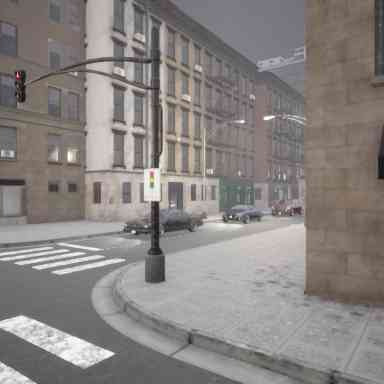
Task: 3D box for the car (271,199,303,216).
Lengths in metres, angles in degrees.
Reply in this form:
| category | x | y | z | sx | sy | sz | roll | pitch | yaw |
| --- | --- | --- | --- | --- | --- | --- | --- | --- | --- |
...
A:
| category | x | y | z | sx | sy | sz | roll | pitch | yaw |
| --- | --- | --- | --- | --- | --- | --- | --- | --- | --- |
| car | 9.985 | 1.539 | 34.792 | 2.097 | 1.767 | 4.553 | 0 | 0 | 35 |

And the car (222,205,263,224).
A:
| category | x | y | z | sx | sy | sz | roll | pitch | yaw |
| --- | --- | --- | --- | --- | --- | --- | --- | --- | --- |
| car | 4.065 | 1.696 | 26.509 | 1.994 | 1.385 | 4.181 | 0 | 0 | 36 |

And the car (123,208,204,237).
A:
| category | x | y | z | sx | sy | sz | roll | pitch | yaw |
| --- | --- | --- | --- | --- | --- | --- | --- | --- | --- |
| car | -1.391 | 1.631 | 18.870 | 2.033 | 1.411 | 5.357 | 0 | 0 | 35 |
